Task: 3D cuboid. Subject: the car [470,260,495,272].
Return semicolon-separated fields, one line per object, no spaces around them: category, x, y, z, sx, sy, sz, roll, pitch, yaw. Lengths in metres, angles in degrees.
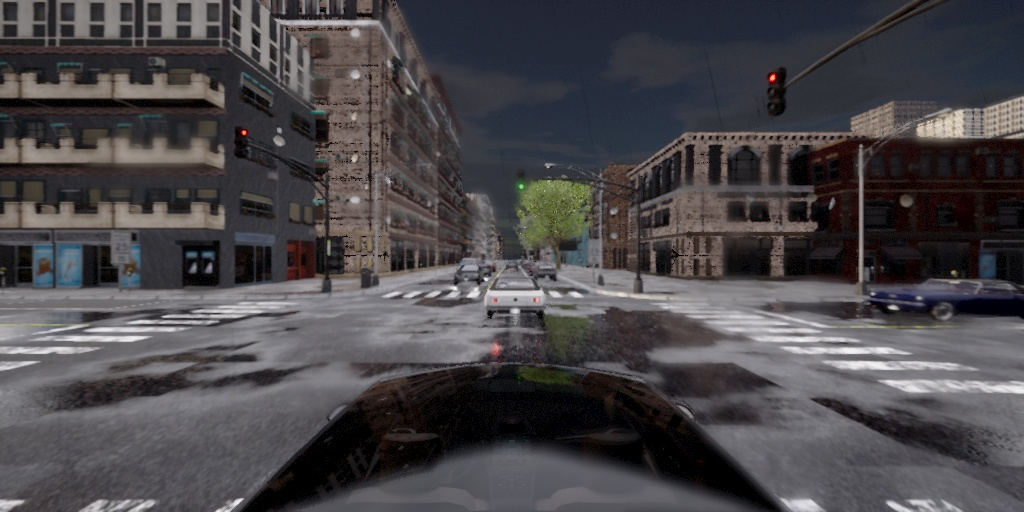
car;-3.077;1.374;36.564;1.994;1.385;4.181;0;0;0

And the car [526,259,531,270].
car;2.696;1.248;35.419;1.967;1.591;4.097;0;0;0

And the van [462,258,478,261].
van;-5.683;1.174;46.815;1.690;1.789;3.998;0;0;0

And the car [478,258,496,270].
car;-3.063;1.312;46.953;1.882;1.535;5.008;0;0;1

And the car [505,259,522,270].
car;0.010;1.350;56.080;2.128;1.511;4.902;0;0;0

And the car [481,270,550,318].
car;0.102;1.364;13.014;1.895;1.301;4.718;0;0;0

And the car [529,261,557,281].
car;2.695;1.346;29.722;2.007;1.370;4.403;0;0;0

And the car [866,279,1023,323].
car;14.951;1.431;12.020;4.718;1.301;1.895;0;0;0

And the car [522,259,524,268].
car;2.700;1.415;58.206;2.007;1.370;4.403;0;0;0

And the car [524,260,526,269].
car;2.697;1.260;41.115;1.967;1.591;4.097;0;0;0

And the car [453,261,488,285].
car;-3.090;1.314;26.589;1.812;1.442;4.674;0;0;0
